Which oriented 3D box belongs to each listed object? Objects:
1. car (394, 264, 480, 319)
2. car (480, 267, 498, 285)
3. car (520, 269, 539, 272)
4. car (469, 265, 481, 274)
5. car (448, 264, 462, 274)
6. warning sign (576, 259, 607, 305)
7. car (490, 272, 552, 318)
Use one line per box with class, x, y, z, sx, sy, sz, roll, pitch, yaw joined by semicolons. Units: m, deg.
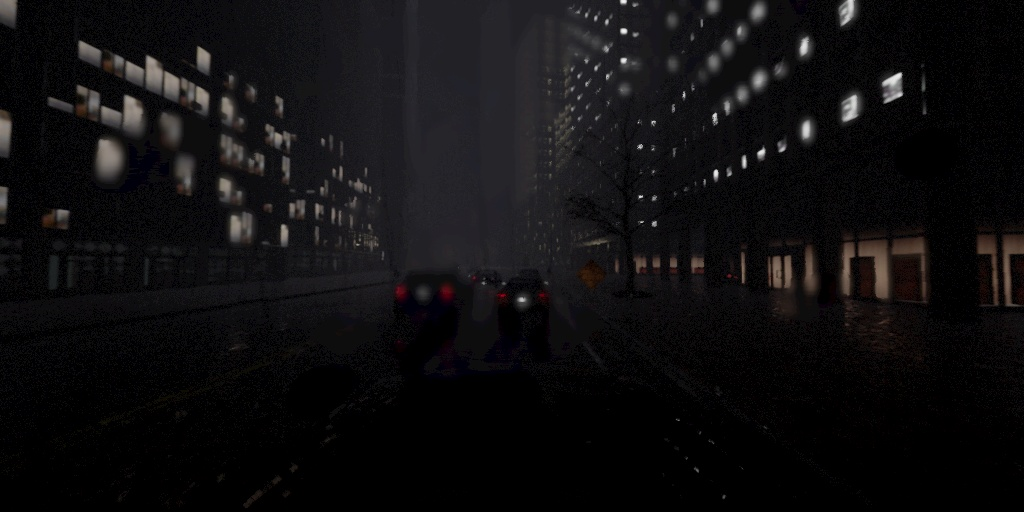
car;-2.756;1.268;13.834;2.097;1.767;4.553;0;-1;4
car;-1.896;1.721;28.204;1.895;1.301;4.718;0;-1;3
car;1.277;1.644;26.483;2.033;1.411;5.357;0;-1;3
car;-5.962;2.131;58.254;1.895;1.301;4.718;0;-1;-4
car;-9.296;2.034;59.030;1.837;1.490;4.892;0;0;-5
warning sign;3.355;1.046;15.001;1.300;1.860;1.060;0;0;4
car;0.504;1.481;13.860;1.994;1.385;4.181;0;-1;4
